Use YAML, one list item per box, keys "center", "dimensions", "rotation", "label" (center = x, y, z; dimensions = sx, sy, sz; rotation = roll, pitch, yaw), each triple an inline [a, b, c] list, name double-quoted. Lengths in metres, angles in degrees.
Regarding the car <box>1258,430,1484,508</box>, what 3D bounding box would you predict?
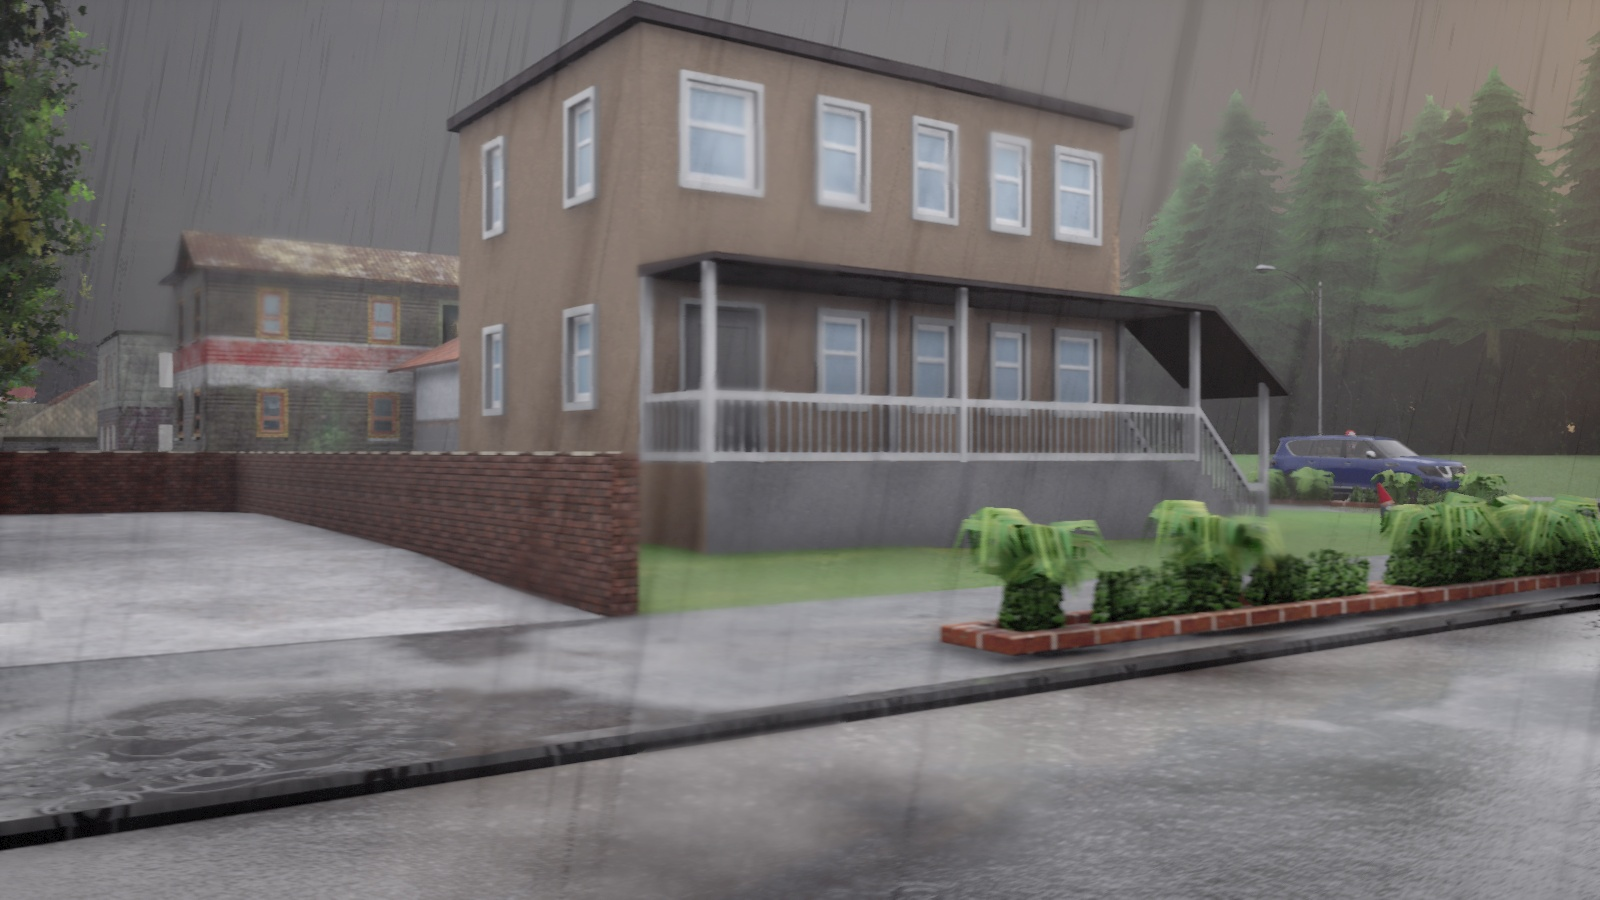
- center: [16.147, 0.517, 35.841]
  dimensions: [2.150, 2.045, 5.566]
  rotation: [0, 0, -35]
  label: "car"
